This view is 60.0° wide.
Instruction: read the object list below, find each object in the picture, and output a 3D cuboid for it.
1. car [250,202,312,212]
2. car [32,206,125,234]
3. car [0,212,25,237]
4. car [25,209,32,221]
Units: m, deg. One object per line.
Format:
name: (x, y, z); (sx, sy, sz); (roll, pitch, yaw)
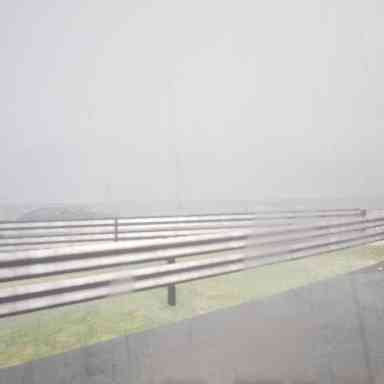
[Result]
car: (7.241, 1.434, 26.779); (4.718, 1.301, 1.895); (-1, 0, -15)
car: (-6.372, 1.564, 19.571); (4.902, 1.511, 2.128); (-1, 0, -15)
car: (-10.358, 1.500, 14.899); (4.553, 1.767, 2.097); (-1, 0, -15)
car: (-9.210, 1.645, 22.442); (4.674, 1.442, 1.812); (-1, 0, -15)
